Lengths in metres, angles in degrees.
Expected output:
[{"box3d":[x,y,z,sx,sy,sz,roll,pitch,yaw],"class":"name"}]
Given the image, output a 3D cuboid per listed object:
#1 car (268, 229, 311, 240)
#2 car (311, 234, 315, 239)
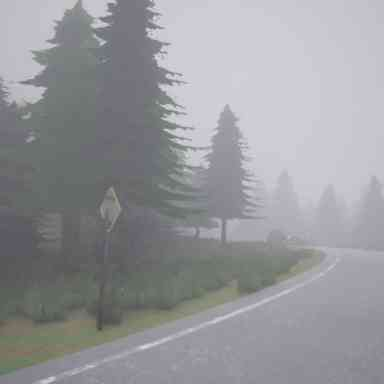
[{"box3d":[9.366,4.519,33.441,2.097,1.767,4.553,3,-8,-15],"class":"car"},{"box3d":[11.692,5.085,37.484,2.097,1.767,4.553,3,-7,-18],"class":"car"}]
